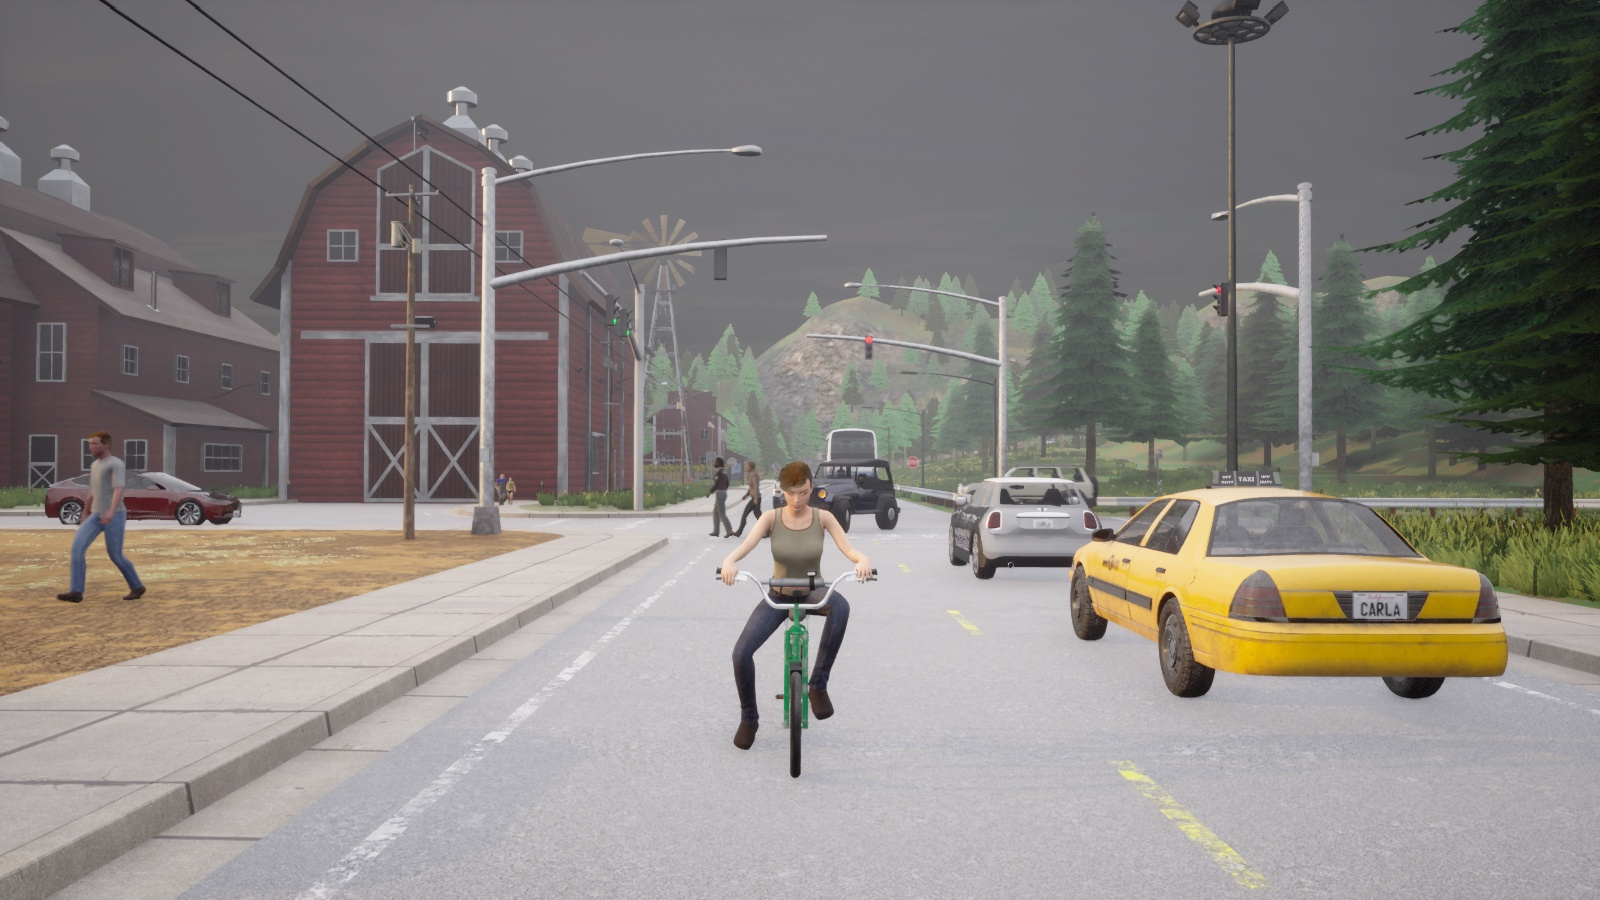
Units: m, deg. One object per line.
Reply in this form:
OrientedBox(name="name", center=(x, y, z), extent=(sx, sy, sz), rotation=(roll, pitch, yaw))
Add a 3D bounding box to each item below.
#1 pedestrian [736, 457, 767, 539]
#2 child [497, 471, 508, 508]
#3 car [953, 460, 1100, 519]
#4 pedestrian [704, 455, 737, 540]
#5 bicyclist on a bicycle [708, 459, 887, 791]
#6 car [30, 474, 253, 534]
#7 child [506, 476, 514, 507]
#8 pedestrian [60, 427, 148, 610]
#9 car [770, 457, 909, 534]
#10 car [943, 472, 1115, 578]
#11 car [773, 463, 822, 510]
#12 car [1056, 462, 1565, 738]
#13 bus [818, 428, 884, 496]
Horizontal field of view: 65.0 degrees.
OrientedBox(name="pedestrian", center=(-1.094, 1.089, 28.414), extent=(0.634, 1.846, 0.331), rotation=(0, -1, 8))
OrientedBox(name="child", center=(-10.386, 1.382, 43.870), extent=(0.270, 1.263, 0.437), rotation=(0, -1, -29))
OrientedBox(name="car", center=(7.344, 1.270, 41.124), extent=(4.605, 1.855, 1.932), rotation=(-1, 0, 6))
OrientedBox(name="pedestrian", center=(-1.825, 1.090, 28.721), extent=(0.666, 1.930, 0.402), rotation=(0, -1, 13))
OrientedBox(name="bicyclist on a bicycle", center=(-0.011, 0.867, 6.884), extent=(0.866, 1.612, 1.509), rotation=(0, -1, 0))
OrientedBox(name="car", center=(-17.390, 1.413, 33.345), extent=(4.792, 1.488, 2.163), rotation=(0, -1, -1))
OrientedBox(name="child", center=(-10.495, 1.514, 45.507), extent=(0.255, 1.110, 0.394), rotation=(0, -1, -8))
OrientedBox(name="pedestrian", center=(-7.217, 0.696, 13.038), extent=(0.354, 1.836, 0.706), rotation=(-1, -1, 27))
OrientedBox(name="car", center=(1.099, 1.141, 32.788), extent=(1.905, 1.878, 3.866), rotation=(-1, -1, 33))
OrientedBox(name="car", center=(3.455, 1.096, 19.668), extent=(1.970, 1.475, 3.806), rotation=(0, -1, 0))
OrientedBox(name="car", center=(-0.121, 1.504, 52.097), extent=(1.932, 1.855, 4.605), rotation=(0, -1, 0))
OrientedBox(name="car", center=(3.477, 0.906, 9.897), extent=(1.801, 1.575, 5.366), rotation=(0, -1, 0))
OrientedBox(name="bus", center=(3.302, 0.837, 84.318), extent=(3.944, 4.253, 10.273), rotation=(0, -1, 0))
